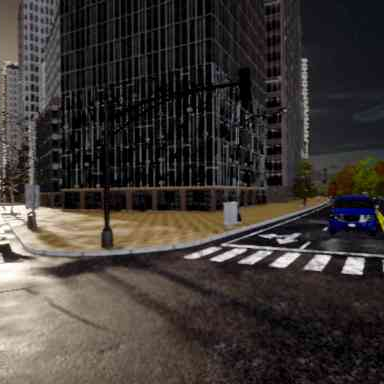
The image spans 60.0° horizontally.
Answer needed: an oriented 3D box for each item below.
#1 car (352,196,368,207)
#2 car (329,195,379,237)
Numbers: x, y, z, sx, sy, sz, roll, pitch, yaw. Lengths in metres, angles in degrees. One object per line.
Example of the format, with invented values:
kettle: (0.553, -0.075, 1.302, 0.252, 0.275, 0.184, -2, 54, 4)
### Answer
car: (25.603, 1.414, 50.762, 2.128, 1.511, 4.902, -1, 0, 26)
car: (8.999, 1.232, 18.480, 2.150, 2.045, 5.566, -1, 0, 28)
